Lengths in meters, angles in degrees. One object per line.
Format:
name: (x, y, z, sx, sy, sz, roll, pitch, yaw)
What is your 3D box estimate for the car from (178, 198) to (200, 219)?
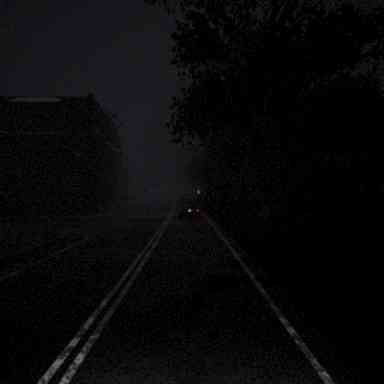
car: (-0.259, 1.515, 28.794, 2.033, 1.411, 5.357, 0, 0, -1)

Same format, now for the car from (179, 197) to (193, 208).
car: (-0.847, 1.448, 47.497, 1.895, 1.301, 4.718, 0, 1, -2)
